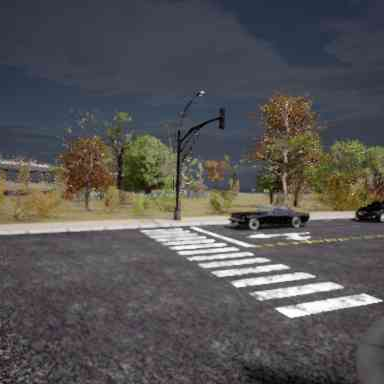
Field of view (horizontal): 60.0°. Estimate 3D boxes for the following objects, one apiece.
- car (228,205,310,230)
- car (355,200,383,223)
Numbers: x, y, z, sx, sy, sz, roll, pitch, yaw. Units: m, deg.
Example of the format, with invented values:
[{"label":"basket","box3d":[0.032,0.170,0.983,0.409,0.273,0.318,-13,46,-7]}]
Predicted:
[{"label":"car","box3d":[4.581,1.463,19.954,4.718,1.301,1.895,0,1,-22]},{"label":"car","box3d":[13.866,1.297,23.675,4.892,1.490,1.837,0,1,-22]}]
